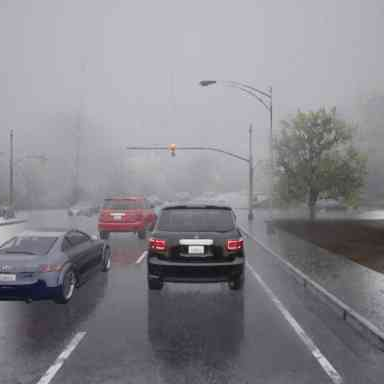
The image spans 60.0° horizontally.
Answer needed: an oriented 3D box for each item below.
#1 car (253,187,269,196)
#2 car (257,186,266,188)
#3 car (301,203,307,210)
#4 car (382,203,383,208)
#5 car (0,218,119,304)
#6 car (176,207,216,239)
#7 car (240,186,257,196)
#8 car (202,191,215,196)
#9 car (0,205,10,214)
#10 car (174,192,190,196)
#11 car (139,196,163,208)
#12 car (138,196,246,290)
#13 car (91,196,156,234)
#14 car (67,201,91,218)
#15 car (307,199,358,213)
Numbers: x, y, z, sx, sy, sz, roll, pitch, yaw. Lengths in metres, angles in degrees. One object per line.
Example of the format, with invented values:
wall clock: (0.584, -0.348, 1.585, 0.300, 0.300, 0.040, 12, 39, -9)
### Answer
car: (17.535, 0.264, 83.629, 1.895, 1.301, 4.718, 0, 3, 33)
car: (19.646, -0.763, 93.035, 2.150, 2.045, 5.566, 0, 3, 38)
car: (16.084, 1.549, 41.070, 4.902, 1.511, 2.128, -1, 0, 3)
car: (25.878, 1.350, 40.508, 4.892, 1.490, 1.837, -2, 0, 3)
car: (-3.405, 1.574, 8.230, 1.994, 1.385, 4.181, 0, 0, 2)
car: (0.249, 1.605, 18.461, 1.994, 1.385, 4.181, 0, 0, 2)
car: (13.966, 0.093, 84.502, 2.097, 1.767, 4.553, 0, 3, 33)
car: (4.003, 0.568, 81.038, 2.097, 1.767, 4.553, 0, 3, 25)
car: (-22.427, 1.741, 36.059, 4.902, 1.511, 2.128, -1, 0, 2)
car: (-2.170, 1.119, 67.053, 2.150, 2.045, 5.566, 0, 2, 20)
car: (-6.470, 1.494, 52.958, 2.097, 1.767, 4.553, 0, 0, 15)
car: (0.103, 1.234, 9.233, 2.150, 2.045, 5.566, 0, 0, 0)
car: (-3.282, 1.260, 17.632, 2.150, 2.045, 5.566, 0, 0, 1)
car: (-9.805, 1.572, 30.878, 2.128, 1.511, 4.902, 0, 0, 5)
car: (15.977, 1.646, 37.570, 4.718, 1.301, 1.895, -1, 0, 3)
